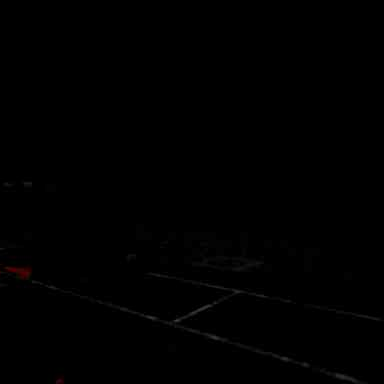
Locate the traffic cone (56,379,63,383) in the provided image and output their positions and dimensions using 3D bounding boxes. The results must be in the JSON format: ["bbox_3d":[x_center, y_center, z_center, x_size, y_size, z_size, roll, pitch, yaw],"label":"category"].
[{"bbox_3d":[-1.199,1.988,2.998,0.340,0.580,0.340,0,-1,37],"label":"traffic cone"}]

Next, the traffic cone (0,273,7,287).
[{"bbox_3d":[-4.803,2.028,8.193,0.340,0.580,0.340,0,-1,37],"label":"traffic cone"}]

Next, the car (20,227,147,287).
[{"bbox_3d":[-3.172,1.664,9.527,4.313,1.339,1.947,0,-1,37],"label":"car"}]
